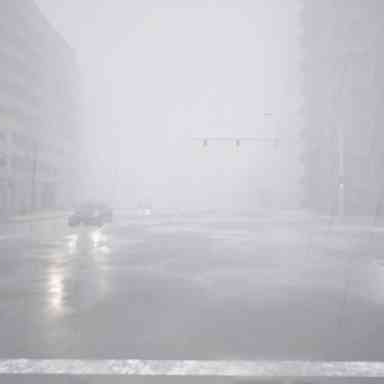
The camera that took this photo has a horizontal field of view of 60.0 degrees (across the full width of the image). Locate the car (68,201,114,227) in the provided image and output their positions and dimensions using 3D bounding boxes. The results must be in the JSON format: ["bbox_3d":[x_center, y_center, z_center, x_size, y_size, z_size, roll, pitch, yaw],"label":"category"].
[{"bbox_3d":[-6.932,1.425,23.183,2.097,1.767,4.553,0,0,0],"label":"car"}]

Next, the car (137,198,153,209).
[{"bbox_3d":[-6.857,1.637,49.042,2.128,1.511,4.902,0,0,0],"label":"car"}]
